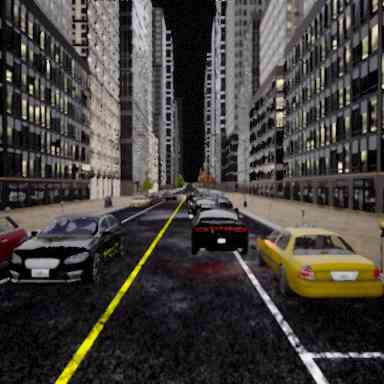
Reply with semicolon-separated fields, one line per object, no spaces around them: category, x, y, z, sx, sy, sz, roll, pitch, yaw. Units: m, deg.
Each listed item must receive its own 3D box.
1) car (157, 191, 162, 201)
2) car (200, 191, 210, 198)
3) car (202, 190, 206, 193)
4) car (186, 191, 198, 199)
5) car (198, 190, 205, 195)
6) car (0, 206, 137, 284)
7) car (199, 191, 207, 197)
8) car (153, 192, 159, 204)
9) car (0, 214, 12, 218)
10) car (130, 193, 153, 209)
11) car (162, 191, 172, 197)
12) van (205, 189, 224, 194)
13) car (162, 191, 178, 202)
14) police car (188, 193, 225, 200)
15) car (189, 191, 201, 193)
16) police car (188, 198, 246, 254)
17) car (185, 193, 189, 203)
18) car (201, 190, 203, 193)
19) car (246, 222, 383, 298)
car;-5.692;0.672;53.548;1.967;1.590;4.097;0;1;0
car;2.691;0.527;70.609;1.887;1.381;4.507;0;1;0
car;2.688;0.837;42.151;1.967;1.590;4.097;0;1;0
car;0.004;0.631;63.717;2.033;1.411;5.357;0;1;0
car;2.692;0.226;93.378;1.802;1.307;4.206;0;1;0
car;-3.099;1.358;9.243;2.128;1.511;4.902;0;1;0
car;2.692;0.364;81.993;2.008;1.369;4.403;0;1;0
car;-5.691;0.978;42.167;1.802;1.307;4.206;0;1;0
car;-5.695;1.325;8.017;1.967;1.590;4.097;0;1;0
car;-5.692;1.006;36.305;1.752;1.417;4.829;0;1;0
car;-5.689;0.464;76.315;1.947;1.339;4.313;0;1;0
van;2.687;0.819;36.456;1.690;1.788;3.998;0;1;0
car;-3.079;0.876;50.581;1.895;1.301;4.718;0;1;0
police car;0.901;1.101;22.688;1.930;1.638;5.238;0;1;0
car;0.002;0.828;48.717;1.812;1.442;4.674;0;1;0
police car;0.900;1.243;12.689;1.930;1.638;5.238;0;1;0
car;0.695;1.096;28.642;1.837;1.490;4.892;0;1;4
car;2.690;0.731;59.226;1.802;1.307;4.206;0;1;0
car;2.686;1.407;8.172;1.752;1.417;4.829;0;1;0
